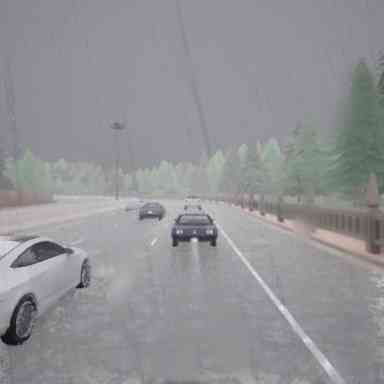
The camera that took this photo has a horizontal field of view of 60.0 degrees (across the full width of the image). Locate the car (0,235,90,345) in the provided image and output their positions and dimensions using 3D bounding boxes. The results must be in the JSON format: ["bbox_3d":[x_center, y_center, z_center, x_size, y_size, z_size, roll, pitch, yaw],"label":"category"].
[{"bbox_3d":[-3.396,1.539,6.283,1.812,1.442,4.674,0,0,0],"label":"car"}]

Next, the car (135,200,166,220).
[{"bbox_3d":[-3.400,1.626,29.098,1.994,1.385,4.181,0,0,0],"label":"car"}]

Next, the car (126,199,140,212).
[{"bbox_3d":[-6.900,1.613,40.888,1.812,1.442,4.674,0,0,0],"label":"car"}]

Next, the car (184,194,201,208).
[{"bbox_3d":[0.091,1.320,45.460,2.150,2.045,5.566,0,0,0],"label":"car"}]

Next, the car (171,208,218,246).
[{"bbox_3d":[0.102,1.634,15.520,1.895,1.301,4.718,0,0,0],"label":"car"}]
